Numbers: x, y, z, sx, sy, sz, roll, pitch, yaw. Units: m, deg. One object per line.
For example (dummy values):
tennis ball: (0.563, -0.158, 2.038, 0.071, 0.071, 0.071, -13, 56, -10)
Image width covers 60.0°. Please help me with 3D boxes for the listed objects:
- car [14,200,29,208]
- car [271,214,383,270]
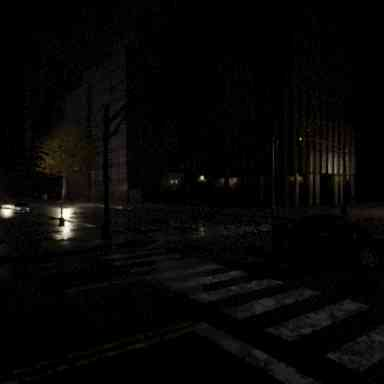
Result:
car: (-31.246, 2.179, 61.002, 1.895, 1.301, 4.718, 0, 0, -36)
car: (4.902, 1.551, 11.172, 1.837, 1.490, 4.892, 0, 0, -36)
